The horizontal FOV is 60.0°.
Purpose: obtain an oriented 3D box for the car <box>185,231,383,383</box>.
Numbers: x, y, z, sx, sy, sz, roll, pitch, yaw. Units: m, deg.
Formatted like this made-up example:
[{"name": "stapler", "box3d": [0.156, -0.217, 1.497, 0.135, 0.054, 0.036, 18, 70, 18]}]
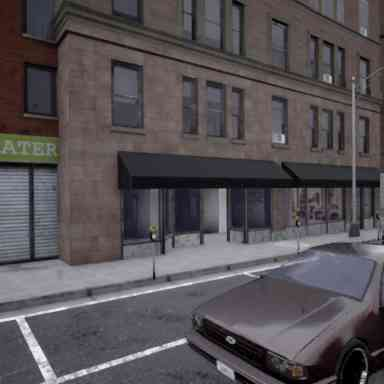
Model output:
[{"name": "car", "box3d": [2.538, 1.546, 5.151, 5.357, 1.411, 2.033, 0, 0, -35]}]
